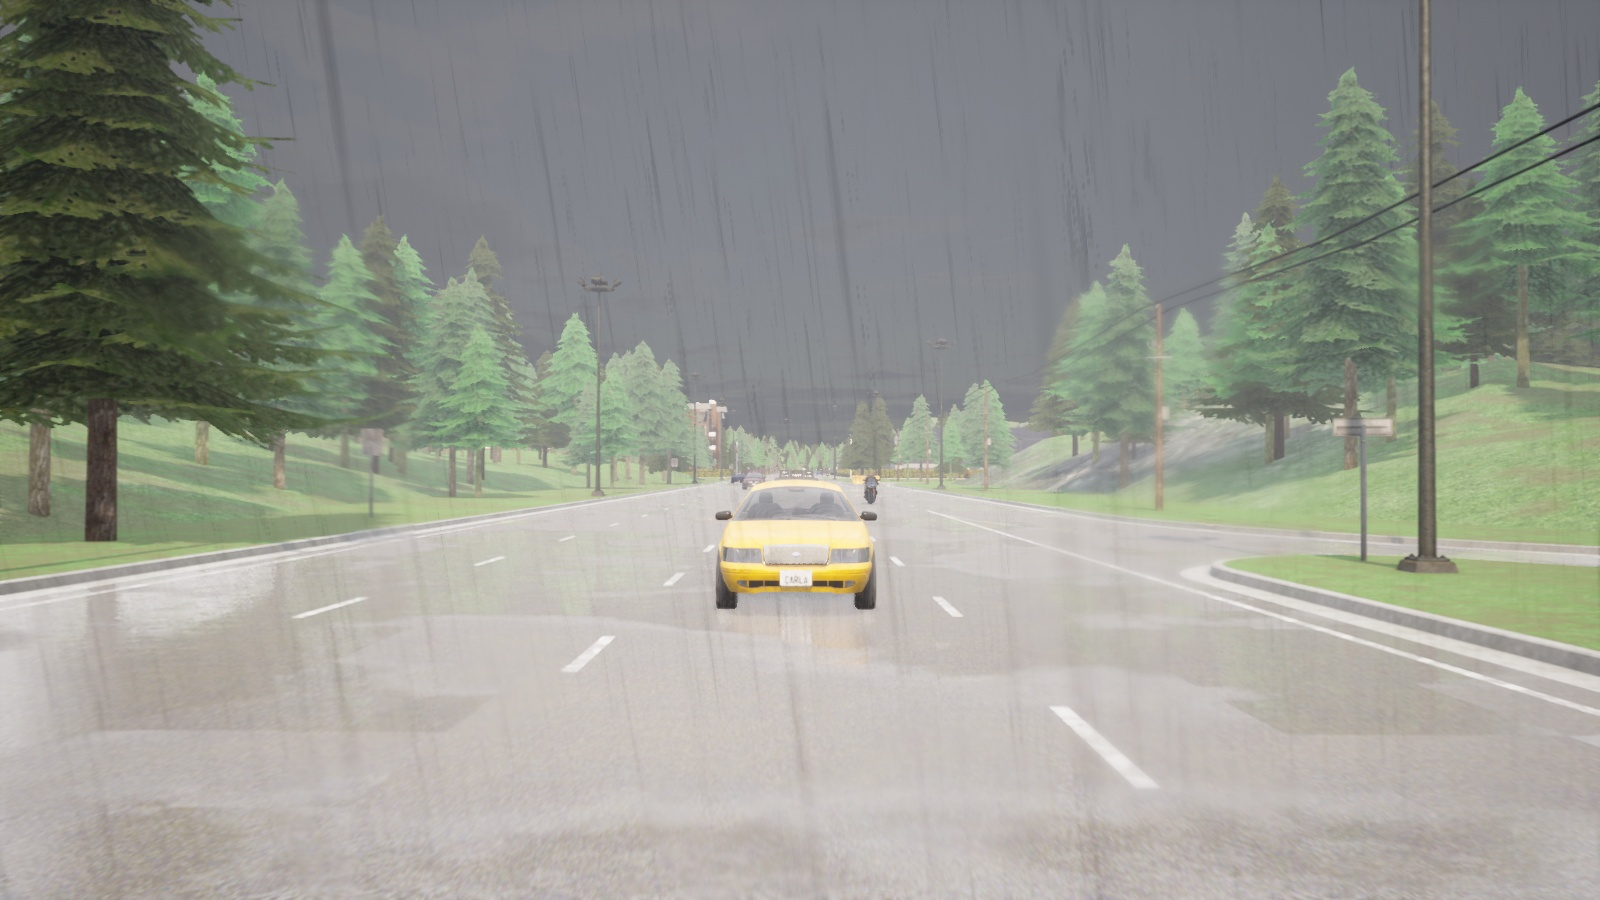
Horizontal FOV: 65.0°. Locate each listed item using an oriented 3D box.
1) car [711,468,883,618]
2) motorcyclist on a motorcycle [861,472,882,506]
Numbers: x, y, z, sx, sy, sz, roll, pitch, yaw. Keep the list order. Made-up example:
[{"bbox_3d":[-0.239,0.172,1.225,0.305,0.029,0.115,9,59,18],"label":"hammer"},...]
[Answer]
[{"bbox_3d":[-0.039,1.019,15.911,1.801,1.575,5.366,0,-1,0],"label":"car"},{"bbox_3d":[3.357,1.827,59.224,0.866,1.530,2.191,0,-1,0],"label":"motorcyclist on a motorcycle"}]
